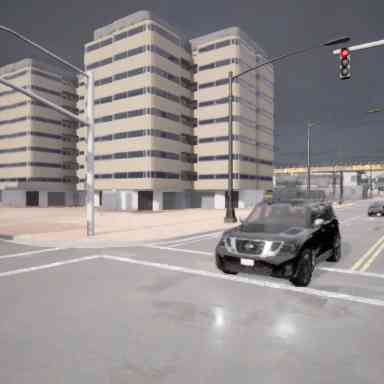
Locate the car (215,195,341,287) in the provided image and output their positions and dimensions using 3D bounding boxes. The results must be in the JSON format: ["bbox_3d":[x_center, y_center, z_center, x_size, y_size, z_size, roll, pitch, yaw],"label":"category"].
[{"bbox_3d":[2.857,1.252,9.893,2.150,2.045,5.566,0,0,35],"label":"car"}]

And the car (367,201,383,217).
[{"bbox_3d":[17.381,1.545,30.416,2.033,1.411,5.357,0,0,35],"label":"car"}]
